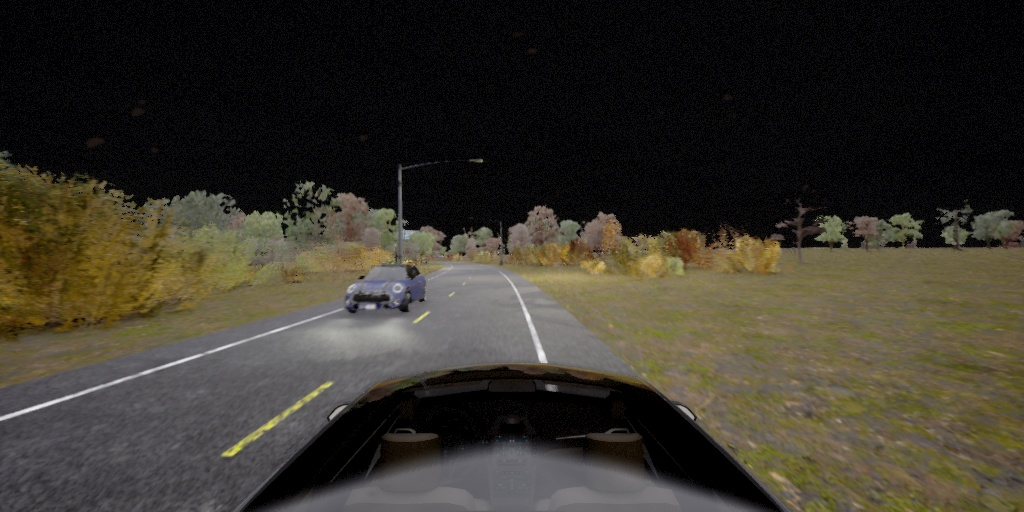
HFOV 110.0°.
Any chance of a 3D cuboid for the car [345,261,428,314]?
[{"bbox_3d":[-4.789,1.117,14.257,2.097,1.767,4.553,0,0,-2],"label":"car"}]
